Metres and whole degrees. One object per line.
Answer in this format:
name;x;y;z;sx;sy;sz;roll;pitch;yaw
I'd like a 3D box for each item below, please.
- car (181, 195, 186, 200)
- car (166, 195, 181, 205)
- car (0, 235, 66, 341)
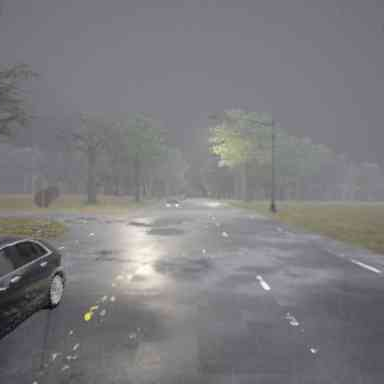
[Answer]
car;-2.713;1.633;94.166;1.837;1.490;4.892;0;0;6
car;-3.538;1.387;61.298;2.097;1.767;4.553;0;0;0
car;-3.499;1.506;5.003;1.837;1.490;4.892;0;0;0
